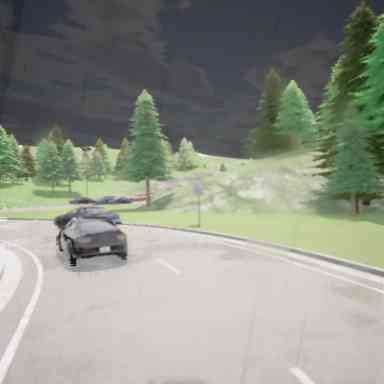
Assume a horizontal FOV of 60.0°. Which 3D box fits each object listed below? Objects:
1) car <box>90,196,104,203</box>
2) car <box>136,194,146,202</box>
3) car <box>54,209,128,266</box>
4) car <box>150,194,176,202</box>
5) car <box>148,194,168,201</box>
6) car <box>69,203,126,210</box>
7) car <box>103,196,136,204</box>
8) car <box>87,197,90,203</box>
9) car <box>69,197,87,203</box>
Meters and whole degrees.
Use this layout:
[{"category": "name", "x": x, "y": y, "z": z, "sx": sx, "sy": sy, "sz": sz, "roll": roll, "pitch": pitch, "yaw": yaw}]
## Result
[{"category": "car", "x": -15.706, "y": 1.481, "z": 61.307, "sx": 2.097, "sy": 1.767, "sz": 4.553, "roll": -1, "pitch": 0, "yaw": 37}, {"category": "car", "x": -12.293, "y": 1.285, "z": 77.504, "sx": 2.097, "sy": 1.767, "sz": 4.553, "roll": -1, "pitch": 0, "yaw": 37}, {"category": "car", "x": -3.644, "y": 1.566, "z": 11.927, "sx": 1.812, "sy": 1.442, "sz": 4.674, "roll": -1, "pitch": 0, "yaw": -28}, {"category": "car", "x": -6.456, "y": 1.140, "z": 73.623, "sx": 2.097, "sy": 1.767, "sz": 4.553, "roll": -1, "pitch": 0, "yaw": 37}, {"category": "car", "x": -7.903, "y": 1.359, "z": 77.522, "sx": 1.812, "sy": 1.442, "sz": 4.674, "roll": -1, "pitch": 0, "yaw": 37}, {"category": "car", "x": -6.579, "y": 1.624, "z": 20.746, "sx": 5.357, "sy": 1.411, "sz": 2.033, "roll": -1, "pitch": 0, "yaw": 41}, {"category": "car", "x": -12.876, "y": 1.589, "z": 59.262, "sx": 1.812, "sy": 1.442, "sz": 4.674, "roll": -1, "pitch": 0, "yaw": 37}, {"category": "car", "x": -17.214, "y": 1.694, "z": 65.087, "sx": 2.033, "sy": 1.411, "sz": 5.357, "roll": -1, "pitch": 0, "yaw": 37}, {"category": "car", "x": -21.698, "y": 1.770, "z": 64.938, "sx": 1.837, "sy": 1.490, "sz": 4.892, "roll": -1, "pitch": 1, "yaw": 37}]
